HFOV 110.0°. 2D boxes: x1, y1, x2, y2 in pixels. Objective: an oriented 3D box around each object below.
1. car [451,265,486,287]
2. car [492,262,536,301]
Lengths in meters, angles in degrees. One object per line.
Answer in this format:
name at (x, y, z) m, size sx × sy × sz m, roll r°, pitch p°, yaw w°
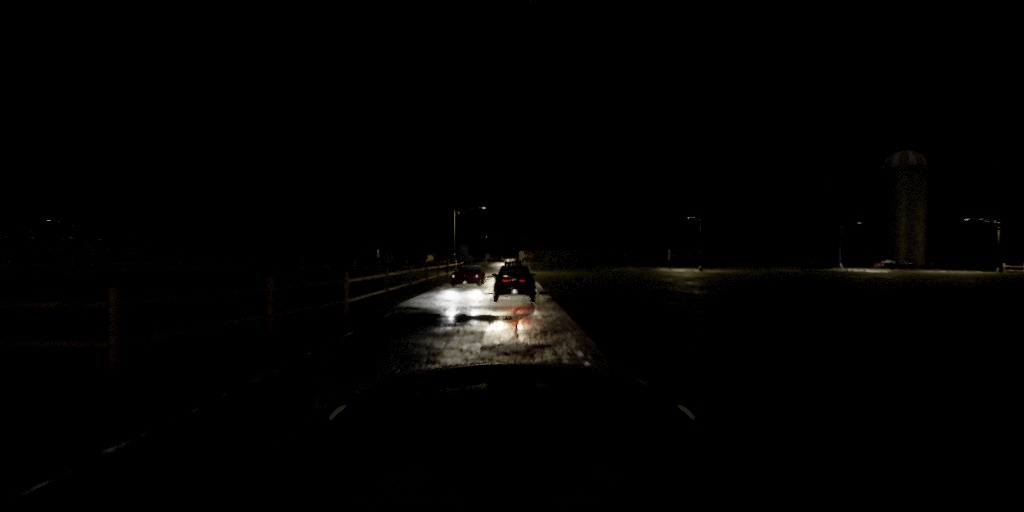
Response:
car at (-2.844, 1.294, 23.918) m, size 1.895 × 1.301 × 4.718 m, roll 0°, pitch 0°, yaw 0°
car at (0.100, 1.212, 17.022) m, size 1.837 × 1.490 × 4.892 m, roll 0°, pitch 0°, yaw 0°
